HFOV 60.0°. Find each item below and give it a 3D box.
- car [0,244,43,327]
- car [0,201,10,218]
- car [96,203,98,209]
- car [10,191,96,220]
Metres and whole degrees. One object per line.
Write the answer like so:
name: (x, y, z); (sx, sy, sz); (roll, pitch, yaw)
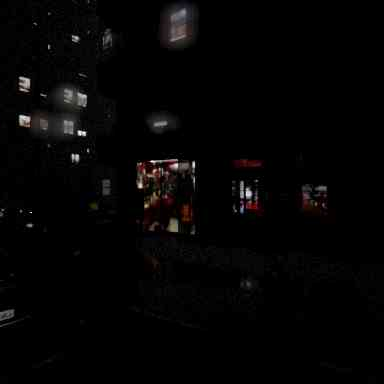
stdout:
car: (-4.480, 1.552, 6.082); (4.403, 1.369, 2.008); (0, 0, 36)
car: (-14.013, 1.350, 26.106); (2.008, 1.369, 4.403); (1, 1, 35)
car: (-10.917, 1.250, 30.527); (1.752, 1.417, 4.829); (1, 1, 35)
car: (-10.763, 0.994, 26.253); (2.150, 2.045, 5.566); (0, 1, 35)
